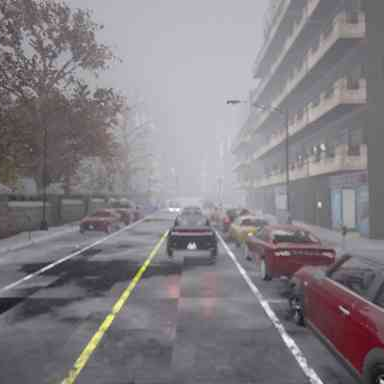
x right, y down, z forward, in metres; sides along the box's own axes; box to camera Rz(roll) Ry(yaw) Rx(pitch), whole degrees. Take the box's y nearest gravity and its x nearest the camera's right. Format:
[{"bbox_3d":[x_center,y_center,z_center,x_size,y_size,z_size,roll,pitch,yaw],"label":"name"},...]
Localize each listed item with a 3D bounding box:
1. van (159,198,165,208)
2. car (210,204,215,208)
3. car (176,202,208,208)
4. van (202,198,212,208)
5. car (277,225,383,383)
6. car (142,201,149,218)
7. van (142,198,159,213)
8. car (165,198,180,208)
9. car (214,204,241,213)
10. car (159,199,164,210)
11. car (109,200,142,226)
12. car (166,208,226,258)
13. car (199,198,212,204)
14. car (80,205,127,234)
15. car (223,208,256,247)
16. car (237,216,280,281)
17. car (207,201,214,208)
[{"bbox_3d":[-5.652,1.974,59.709,1.690,1.788,3.998,1,-1,0],"label":"van"},{"bbox_3d":[2.697,1.864,26.568,1.802,1.307,4.206,1,-1,0],"label":"car"},{"bbox_3d":[0.001,1.839,27.540,2.033,1.411,5.357,0,-1,0],"label":"car"},{"bbox_3d":[2.661,1.974,59.709,1.690,1.788,3.998,1,-1,0],"label":"van"},{"bbox_3d":[2.704,1.489,4.477,1.967,1.590,4.097,1,-1,0],"label":"car"},{"bbox_3d":[-5.684,1.885,32.090,1.887,1.381,4.507,1,-1,0],"label":"car"},{"bbox_3d":[-5.691,1.798,43.138,1.690,1.788,3.998,1,-1,0],"label":"van"},{"bbox_3d":[-3.072,2.120,59.301,2.128,1.511,4.902,0,-1,0],"label":"car"},{"bbox_3d":[2.701,1.663,21.047,1.967,1.590,4.097,1,-1,0],"label":"car"},{"bbox_3d":[-5.671,2.081,48.659,1.947,1.339,4.313,1,-1,0],"label":"car"},{"bbox_3d":[-5.678,1.597,26.569,2.192,1.841,5.009,1,-1,0],"label":"car"},{"bbox_3d":[0.013,1.636,13.499,2.128,1.511,4.902,0,0,0],"label":"car"},{"bbox_3d":[2.663,2.014,54.184,1.967,1.590,4.097,1,-1,0],"label":"car"},{"bbox_3d":[-5.681,1.768,21.044,1.887,1.381,4.507,1,-1,0],"label":"car"},{"bbox_3d":[2.700,1.692,15.692,1.752,1.417,4.829,1,-1,0],"label":"car"},{"bbox_3d":[2.701,1.652,9.998,1.887,1.381,4.507,1,-1,0],"label":"car"},{"bbox_3d":[2.697,1.867,32.261,1.752,1.417,4.829,1,-1,0],"label":"car"}]
